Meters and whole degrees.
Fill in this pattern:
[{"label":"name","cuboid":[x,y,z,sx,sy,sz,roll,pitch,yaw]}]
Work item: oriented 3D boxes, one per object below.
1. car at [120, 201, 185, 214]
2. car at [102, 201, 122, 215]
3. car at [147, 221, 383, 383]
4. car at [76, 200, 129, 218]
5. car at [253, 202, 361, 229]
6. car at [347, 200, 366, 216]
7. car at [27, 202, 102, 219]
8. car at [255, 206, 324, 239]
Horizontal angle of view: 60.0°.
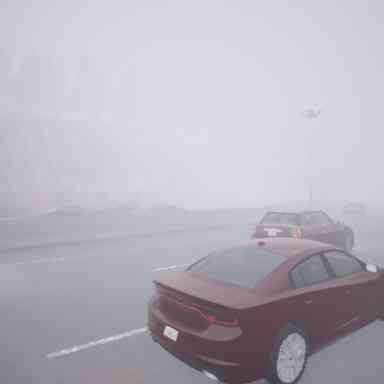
[{"label":"car","cuboid":[-2.608,1.604,25.243,2.128,1.511,4.902,0,0,44]},{"label":"car","cuboid":[-6.572,1.623,31.155,1.882,1.535,5.008,0,-1,42]},{"label":"car","cuboid":[1.674,1.499,5.451,5.008,1.535,1.882,0,0,-39]},{"label":"car","cuboid":[-8.945,1.680,33.732,1.882,1.535,5.008,0,0,41]},{"label":"car","cuboid":[4.182,1.398,12.325,4.553,1.767,2.097,0,0,-43]},{"label":"car","cuboid":[17.035,1.596,34.774,1.882,1.535,5.008,0,0,29]},{"label":"car","cuboid":[-9.249,1.642,23.825,4.674,1.442,1.812,0,0,-41]},{"label":"car","cuboid":[5.606,1.596,18.709,1.812,1.442,4.674,0,0,43]}]
